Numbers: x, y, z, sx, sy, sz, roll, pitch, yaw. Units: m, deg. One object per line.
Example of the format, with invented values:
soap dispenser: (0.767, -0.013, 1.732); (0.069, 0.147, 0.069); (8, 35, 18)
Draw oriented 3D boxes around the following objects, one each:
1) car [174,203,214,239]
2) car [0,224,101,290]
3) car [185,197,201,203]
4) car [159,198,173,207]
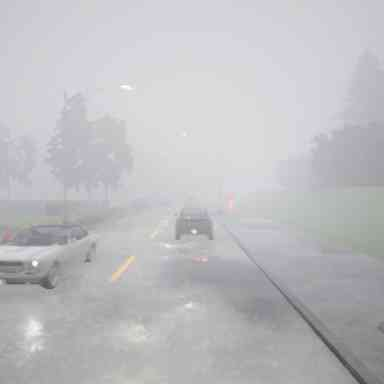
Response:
car: (0.100, 1.545, 17.671); (1.837, 1.490, 4.892); (0, 0, 0)
car: (-4.097, 1.622, 9.287); (1.895, 1.301, 4.718); (0, 0, 0)
car: (0.094, 1.449, 44.250); (2.097, 1.767, 4.553); (0, 0, 0)
car: (-4.034, 1.663, 52.417); (2.033, 1.411, 5.357); (0, 0, 1)
